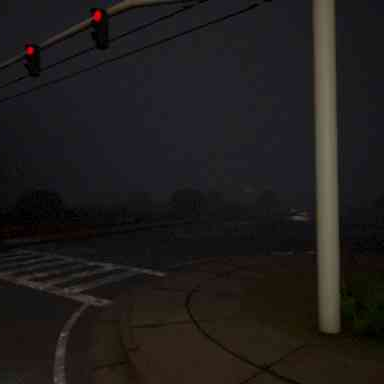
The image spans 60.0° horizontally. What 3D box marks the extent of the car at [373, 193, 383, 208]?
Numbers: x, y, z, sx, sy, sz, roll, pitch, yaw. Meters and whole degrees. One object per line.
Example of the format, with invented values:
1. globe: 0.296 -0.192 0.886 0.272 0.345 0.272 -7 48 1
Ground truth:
1. car: 23.472 0.868 39.581 1.905 1.878 3.866 -7 -1 -7
